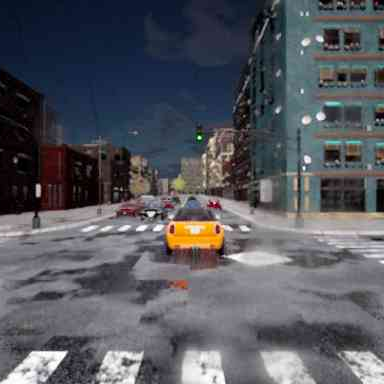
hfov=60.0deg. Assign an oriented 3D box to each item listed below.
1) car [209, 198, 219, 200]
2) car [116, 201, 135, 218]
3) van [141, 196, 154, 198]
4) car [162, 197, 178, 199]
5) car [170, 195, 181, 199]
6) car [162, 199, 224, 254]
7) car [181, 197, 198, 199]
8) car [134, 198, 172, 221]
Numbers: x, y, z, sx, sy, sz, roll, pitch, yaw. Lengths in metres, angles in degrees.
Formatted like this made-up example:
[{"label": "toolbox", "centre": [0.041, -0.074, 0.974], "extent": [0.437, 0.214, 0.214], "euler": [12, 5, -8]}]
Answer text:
[{"label": "car", "centre": [2.709, 1.452, 42.066], "extent": [1.967, 1.590, 4.097], "euler": [1, 0, 0]}, {"label": "car", "centre": [-5.750, 1.554, 30.637], "extent": [1.887, 1.381, 4.507], "euler": [1, 0, 0]}, {"label": "van", "centre": [-5.669, 1.354, 42.006], "extent": [1.690, 1.788, 3.998], "euler": [1, 0, 0]}, {"label": "car", "centre": [-3.081, 1.613, 41.057], "extent": [1.895, 1.301, 4.718], "euler": [0, 0, 0]}, {"label": "car", "centre": [-3.001, 1.532, 62.469], "extent": [1.837, 1.490, 4.892], "euler": [0, 0, 0]}, {"label": "car", "centre": [0.102, 1.356, 13.584], "extent": [2.097, 1.767, 4.553], "euler": [0, 0, 0]}, {"label": "car", "centre": [0.103, 1.558, 37.354], "extent": [2.033, 1.411, 5.357], "euler": [0, 0, 0]}, {"label": "car", "centre": [-3.091, 1.500, 27.557], "extent": [2.128, 1.511, 4.902], "euler": [0, 0, 0]}]
